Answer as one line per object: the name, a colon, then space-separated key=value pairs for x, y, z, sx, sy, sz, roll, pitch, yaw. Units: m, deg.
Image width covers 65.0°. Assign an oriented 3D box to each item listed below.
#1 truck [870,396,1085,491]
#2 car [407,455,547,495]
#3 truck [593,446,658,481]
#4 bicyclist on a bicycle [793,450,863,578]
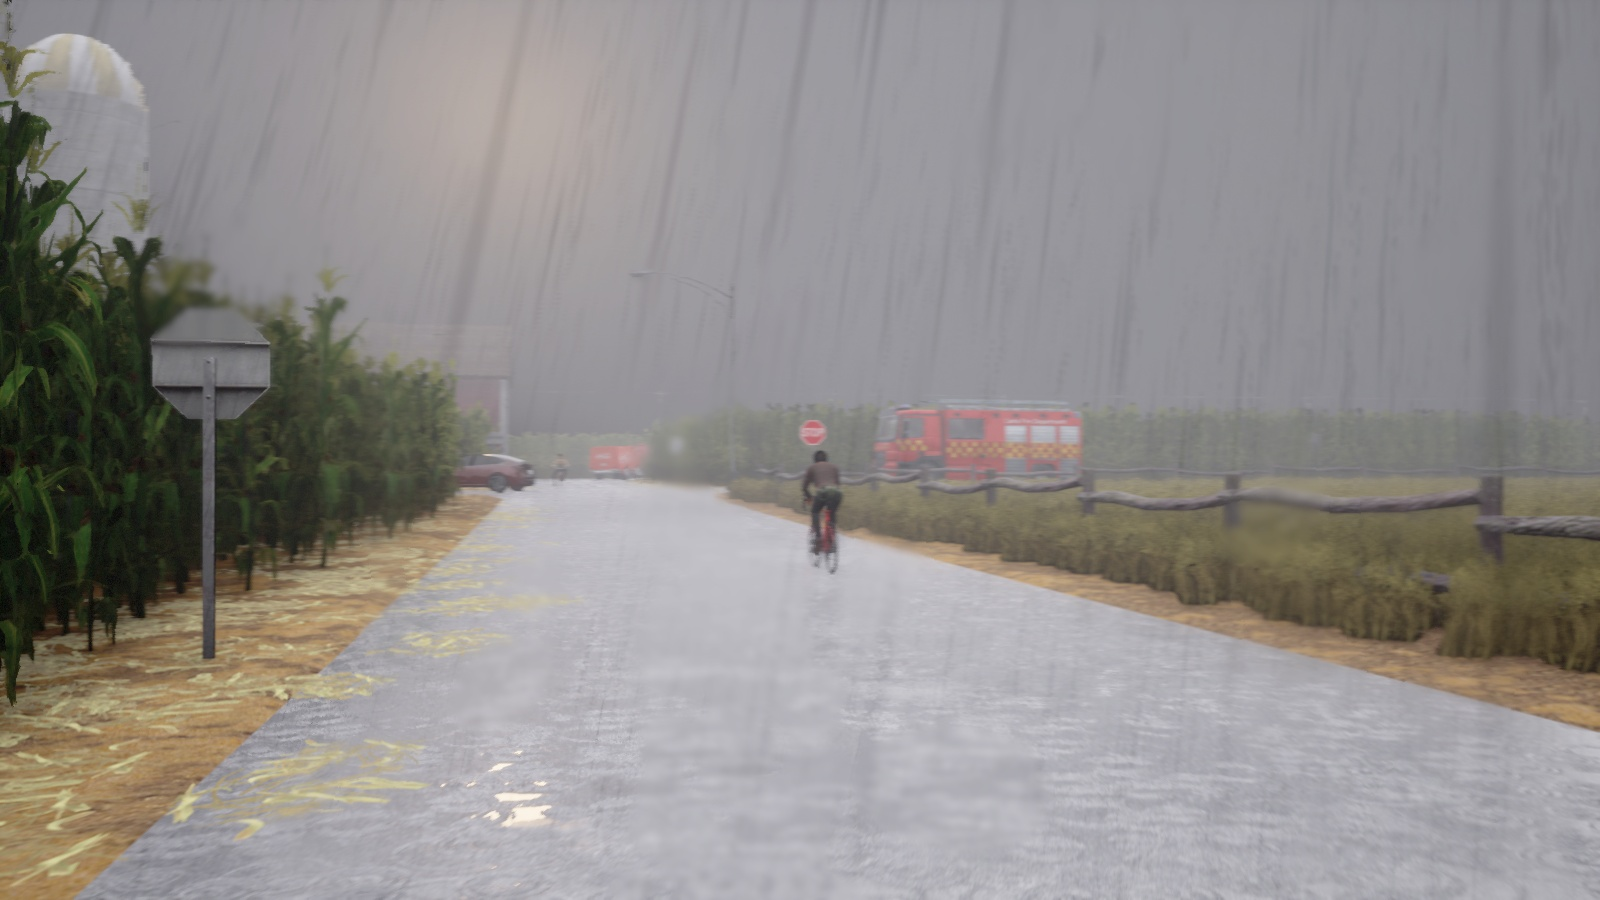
truck: x=7.396 y=-0.218 z=52.831 sx=8.468 sy=3.827 sz=2.891 roll=0 pitch=-1 yaw=-11
car: x=-12.505 y=0.934 z=48.742 sx=4.792 sy=1.488 sz=2.163 roll=0 pitch=0 yaw=10
truck: x=-13.009 y=1.047 z=93.994 sx=2.627 sy=2.467 sz=5.204 roll=-2 pitch=-2 yaw=21
bicyclist on a bicycle: x=0.353 y=0.828 z=16.866 sx=0.582 sy=1.620 sz=1.656 roll=0 pitch=-1 yaw=-12
